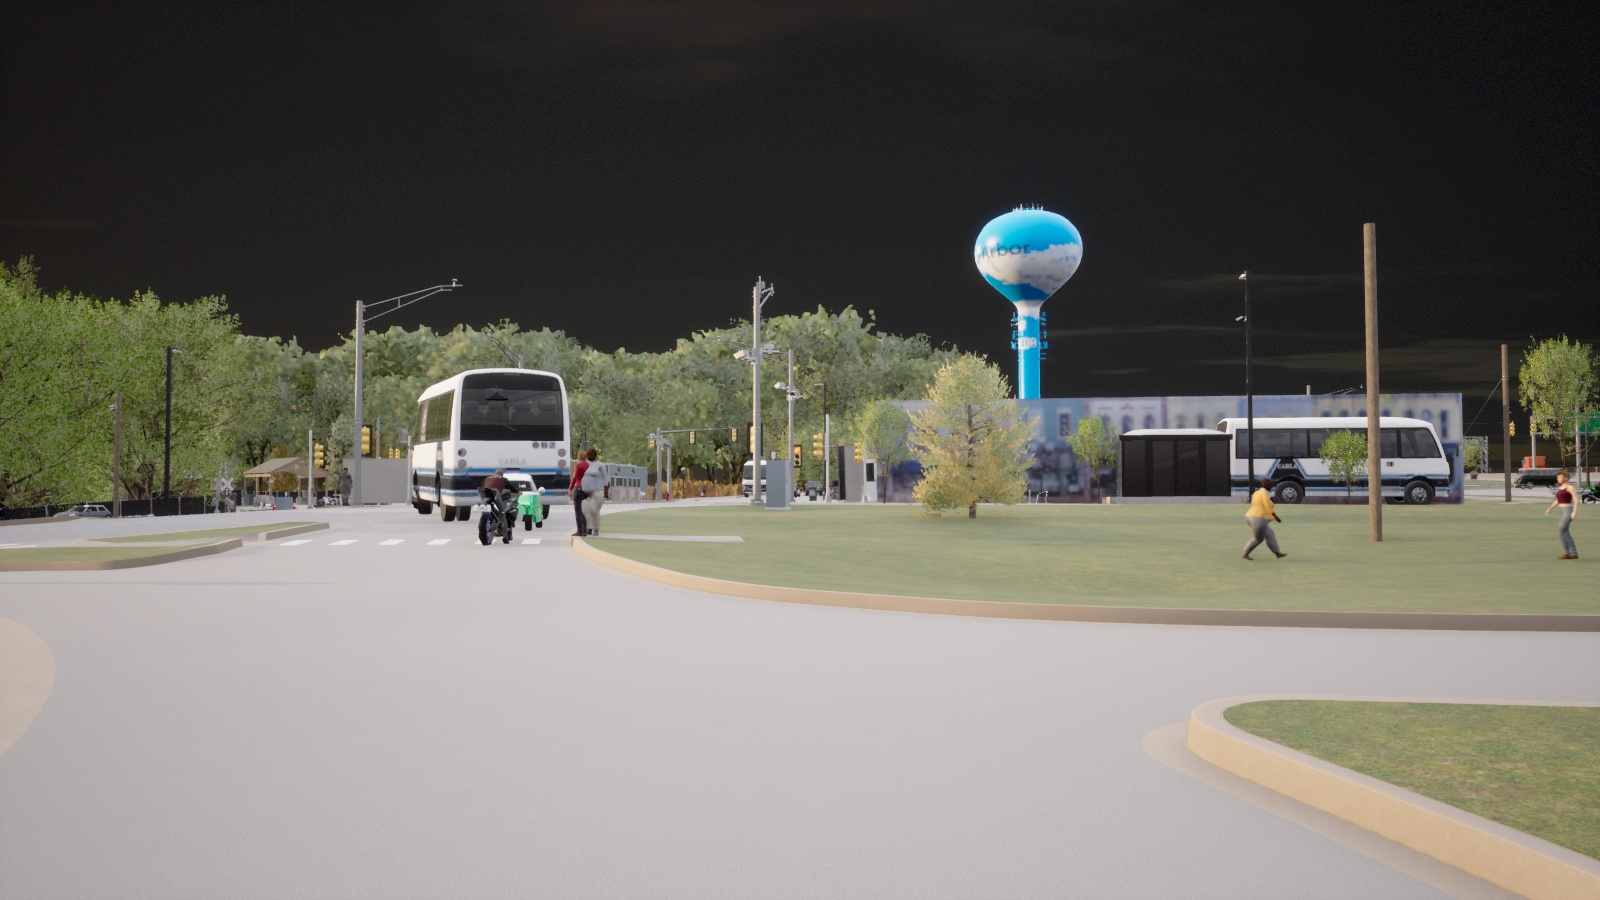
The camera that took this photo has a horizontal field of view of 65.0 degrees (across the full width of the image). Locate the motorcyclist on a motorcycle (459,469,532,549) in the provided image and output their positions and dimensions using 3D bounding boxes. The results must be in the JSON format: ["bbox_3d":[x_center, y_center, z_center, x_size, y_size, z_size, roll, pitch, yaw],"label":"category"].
[{"bbox_3d":[-6.113,1.153,25.371,0.866,1.530,2.191,0,-1,2],"label":"motorcyclist on a motorcycle"}]

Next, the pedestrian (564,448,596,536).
[{"bbox_3d":[-4.634,0.887,26.489,0.636,1.846,0.331,-2,-3,42],"label":"pedestrian"}]

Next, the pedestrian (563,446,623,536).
[{"bbox_3d":[-4.379,0.870,26.565,0.874,1.855,0.900,-1,-3,28],"label":"pedestrian"}]

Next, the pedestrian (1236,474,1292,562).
[{"bbox_3d":[9.987,1.466,27.054,0.900,1.855,0.874,0,-3,5],"label":"pedestrian"}]

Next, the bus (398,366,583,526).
[{"bbox_3d":[-9.865,-0.054,38.899,3.944,4.253,10.273,0,-1,-23],"label":"bus"}]

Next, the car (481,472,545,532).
[{"bbox_3d":[-7.034,1.252,30.901,1.481,1.376,2.207,0,-1,-11],"label":"car"}]

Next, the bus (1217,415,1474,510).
[{"bbox_3d":[25.260,0.647,58.803,10.273,4.253,3.944,0,-3,8],"label":"bus"}]

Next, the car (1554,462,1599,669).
[{"bbox_3d":[8.159,0.819,8.784,4.514,1.525,2.007,0,-2,0],"label":"car"}]

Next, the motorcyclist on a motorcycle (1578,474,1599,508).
[{"bbox_3d":[36.386,1.853,56.625,2.044,1.523,0.797,-2,-3,21],"label":"motorcyclist on a motorcycle"}]

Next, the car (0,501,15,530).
[{"bbox_3d":[-52.334,4.214,79.893,1.905,1.878,3.866,-1,-1,14],"label":"car"}]

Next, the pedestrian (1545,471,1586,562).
[{"bbox_3d":[15.701,1.358,25.755,0.594,1.836,0.345,0,-3,6],"label":"pedestrian"}]

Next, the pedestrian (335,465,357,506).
[{"bbox_3d":[-21.889,1.713,60.524,0.659,1.952,0.873,0,-3,8],"label":"pedestrian"}]
